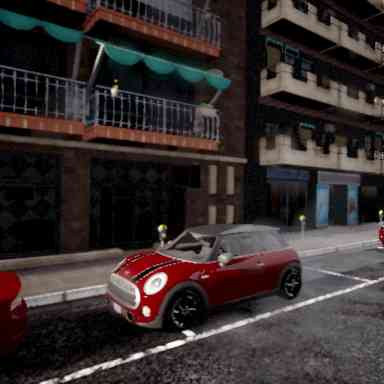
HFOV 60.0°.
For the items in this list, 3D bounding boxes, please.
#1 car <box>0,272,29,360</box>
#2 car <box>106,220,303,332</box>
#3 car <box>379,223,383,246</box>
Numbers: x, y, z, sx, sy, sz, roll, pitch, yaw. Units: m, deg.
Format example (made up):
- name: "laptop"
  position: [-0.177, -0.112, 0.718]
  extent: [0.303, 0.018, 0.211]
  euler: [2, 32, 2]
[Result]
- name: "car"
  position: [-4.247, 1.543, 3.516]
  extent: [4.507, 1.381, 1.887]
  euler: [0, 1, -35]
- name: "car"
  position: [0.365, 1.444, 6.802]
  extent: [4.097, 1.590, 1.967]
  euler: [0, 1, -35]
- name: "car"
  position: [9.586, 1.330, 13.374]
  extent: [5.009, 1.841, 2.192]
  euler: [0, 1, -35]
